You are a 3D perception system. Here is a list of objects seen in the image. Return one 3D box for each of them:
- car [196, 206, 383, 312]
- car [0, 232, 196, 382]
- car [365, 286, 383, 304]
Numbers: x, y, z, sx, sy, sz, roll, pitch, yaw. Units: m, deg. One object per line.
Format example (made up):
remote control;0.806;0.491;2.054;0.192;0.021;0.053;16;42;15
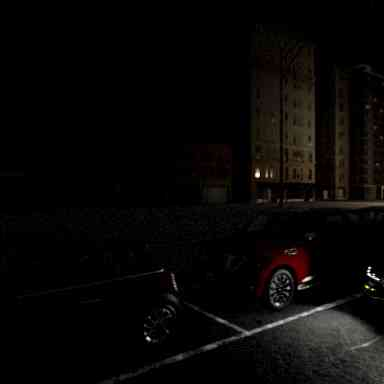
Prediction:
car;2.409;1.312;7.909;5.009;1.841;2.192;0;0;-36
car;-2.214;1.440;4.609;4.097;1.590;1.967;0;0;-36
car;5.560;1.501;7.041;4.892;1.490;1.837;0;0;-36
